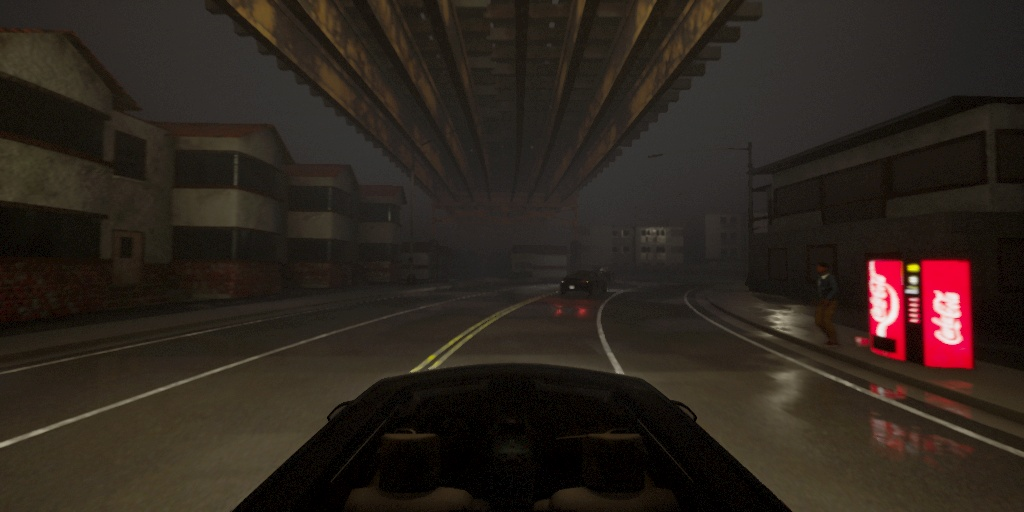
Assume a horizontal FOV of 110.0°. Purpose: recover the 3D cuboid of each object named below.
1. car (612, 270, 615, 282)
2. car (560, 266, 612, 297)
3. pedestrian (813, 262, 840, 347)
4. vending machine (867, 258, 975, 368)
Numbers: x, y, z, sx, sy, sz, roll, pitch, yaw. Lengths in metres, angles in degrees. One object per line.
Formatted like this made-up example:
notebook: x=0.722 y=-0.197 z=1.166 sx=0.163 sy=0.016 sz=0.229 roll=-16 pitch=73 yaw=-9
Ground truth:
car: x=7.648 y=1.673 z=32.492 sx=2.128 sy=1.511 sz=4.902 roll=-1 pitch=-2 yaw=41
car: x=4.222 y=1.495 z=20.853 sx=1.812 sy=1.442 sz=4.674 roll=0 pitch=-1 yaw=28
pedestrian: x=6.723 y=0.988 z=7.692 sx=0.375 sy=1.860 sz=0.375 roll=1 pitch=-1 yaw=9
vending machine: x=7.670 y=1.039 z=6.772 sx=1.100 sy=2.100 sz=0.880 roll=0 pitch=0 yaw=8
